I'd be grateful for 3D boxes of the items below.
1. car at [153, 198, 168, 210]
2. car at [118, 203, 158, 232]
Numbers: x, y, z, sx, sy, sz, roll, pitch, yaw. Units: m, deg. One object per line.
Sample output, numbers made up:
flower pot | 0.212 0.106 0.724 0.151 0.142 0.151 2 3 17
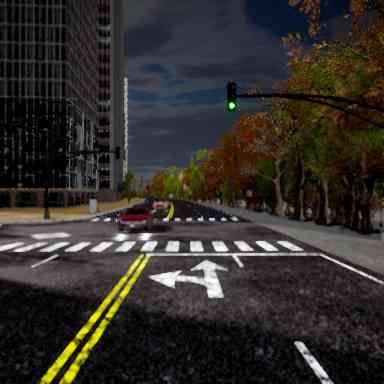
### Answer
car | -4.555 1.675 48.700 2.097 1.767 4.553 0 0 -3
car | -3.521 1.704 21.607 1.812 1.442 4.674 0 0 -1
